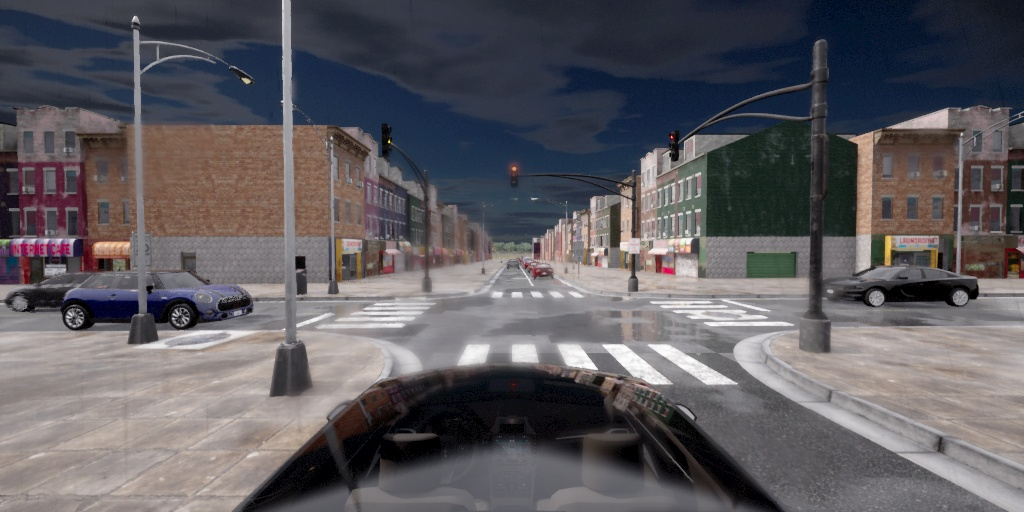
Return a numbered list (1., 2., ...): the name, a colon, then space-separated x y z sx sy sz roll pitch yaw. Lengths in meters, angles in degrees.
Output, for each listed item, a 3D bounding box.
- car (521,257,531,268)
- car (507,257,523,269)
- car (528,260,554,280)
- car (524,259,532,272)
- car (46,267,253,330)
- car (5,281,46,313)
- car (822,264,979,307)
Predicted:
1. car: 2.746 1.292 53.770 1.888 1.381 4.507 0 0 0
2. car: 0.214 1.239 56.940 2.128 1.511 4.902 0 0 0
3. car: 2.700 1.291 31.640 1.888 1.381 4.507 0 0 0
4. car: 2.723 1.328 42.705 1.802 1.307 4.207 0 0 0
5. car: -10.791 1.202 11.170 4.553 1.767 2.097 0 1 0
6. car: -16.702 1.334 14.138 4.892 1.490 1.837 0 1 0
7. car: 14.991 1.103 14.061 5.008 1.535 1.882 0 1 0
